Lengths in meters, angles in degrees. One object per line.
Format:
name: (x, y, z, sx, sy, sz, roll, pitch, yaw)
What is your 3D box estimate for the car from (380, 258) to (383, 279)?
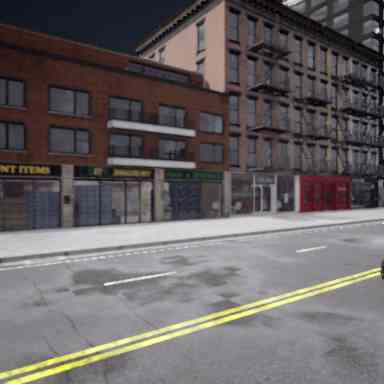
car: (6.414, 1.530, 8.037, 4.181, 1.385, 1.994, 0, 0, -35)
